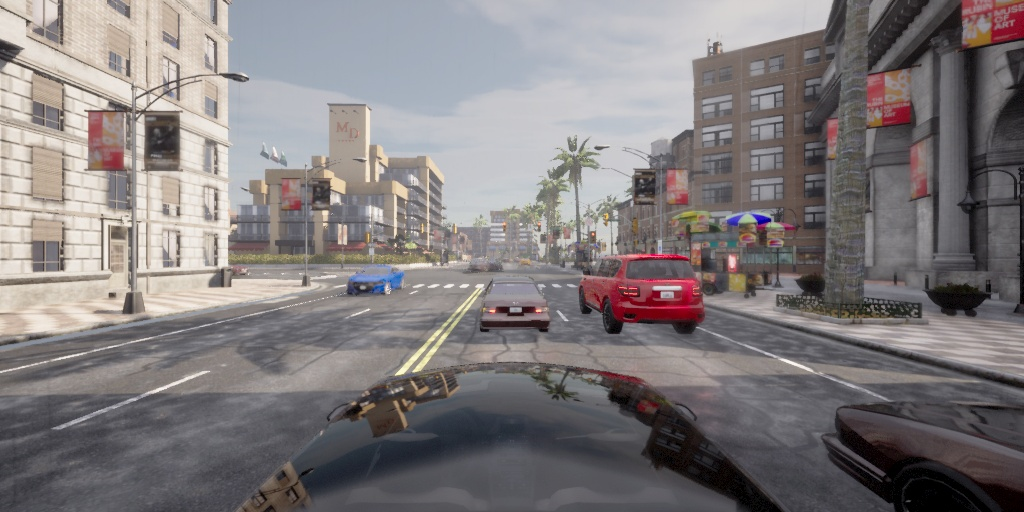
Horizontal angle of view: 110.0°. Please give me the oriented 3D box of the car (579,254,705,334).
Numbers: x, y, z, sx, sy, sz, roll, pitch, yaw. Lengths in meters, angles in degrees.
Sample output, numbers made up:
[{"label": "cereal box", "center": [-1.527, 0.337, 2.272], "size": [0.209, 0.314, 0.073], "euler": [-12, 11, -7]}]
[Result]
[{"label": "car", "center": [3.501, 0.971, 10.779], "size": [2.150, 2.045, 5.566], "euler": [0, 0, 0]}]

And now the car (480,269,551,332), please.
[{"label": "car", "center": [0.015, 1.297, 10.834], "size": [2.033, 1.411, 5.357], "euler": [0, 0, -2]}]

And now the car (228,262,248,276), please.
[{"label": "car", "center": [-29.454, 1.276, 36.395], "size": [4.674, 1.442, 1.812], "euler": [0, 0, -1]}]

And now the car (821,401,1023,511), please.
[{"label": "car", "center": [3.535, 1.297, 0.528], "size": [2.033, 1.411, 5.357], "euler": [0, 0, 1]}]

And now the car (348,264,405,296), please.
[{"label": "car", "center": [-7.228, 1.227, 19.576], "size": [1.882, 1.535, 5.008], "euler": [0, 0, -3]}]

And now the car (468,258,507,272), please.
[{"label": "car", "center": [-3.261, 1.297, 44.425], "size": [2.033, 1.411, 5.357], "euler": [0, 0, 31]}]
